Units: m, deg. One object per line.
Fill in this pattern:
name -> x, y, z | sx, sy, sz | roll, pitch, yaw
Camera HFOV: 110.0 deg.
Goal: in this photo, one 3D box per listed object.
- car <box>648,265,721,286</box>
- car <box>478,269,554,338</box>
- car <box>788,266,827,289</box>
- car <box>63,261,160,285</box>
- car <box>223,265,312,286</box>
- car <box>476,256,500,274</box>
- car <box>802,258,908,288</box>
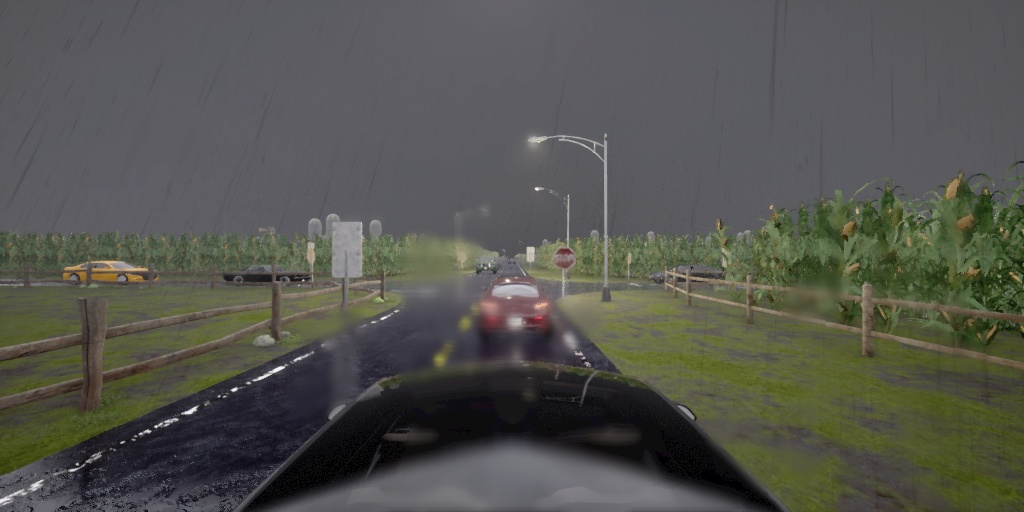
car -> 12.385, 1.359, 25.875 | 4.892, 1.490, 1.837 | 1, -1, 1
car -> 0.099, 1.276, 10.112 | 1.812, 1.442, 4.674 | 0, 0, 0
car -> 20.004, 1.380, 22.848 | 4.892, 1.490, 1.837 | 0, -1, 1
car -> -25.913, 1.072, 23.311 | 5.008, 1.535, 1.882 | 0, -1, 1
car -> -15.684, 1.251, 23.208 | 4.718, 1.301, 1.895 | 0, -1, 1
car -> -2.839, 0.961, 41.138 | 2.150, 2.045, 5.566 | 0, 0, 0
car -> 24.481, 1.157, 25.755 | 5.566, 2.045, 2.150 | 0, -1, 1
